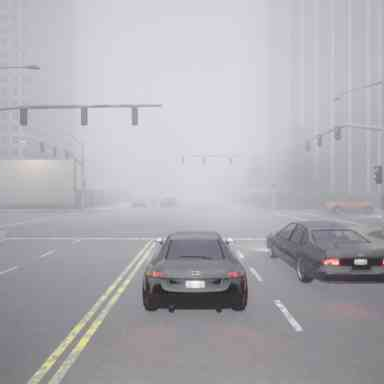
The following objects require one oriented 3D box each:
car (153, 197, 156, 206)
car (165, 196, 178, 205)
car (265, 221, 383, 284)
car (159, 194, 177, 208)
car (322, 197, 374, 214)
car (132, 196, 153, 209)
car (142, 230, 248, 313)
[{"bbox_3d":[-7.103,1.504,55.984,1.837,1.490,4.892,0,0,0],"label":"car"},{"bbox_3d":[-3.598,1.477,58.374,1.882,1.535,5.008,0,0,0],"label":"car"},{"bbox_3d":[3.579,1.547,9.639,2.033,1.411,5.357,0,0,-1],"label":"car"},{"bbox_3d":[-3.613,1.504,48.897,1.837,1.490,4.892,0,0,0],"label":"car"},{"bbox_3d":[15.484,1.296,33.248,4.553,1.767,2.097,0,0,0],"label":"car"},{"bbox_3d":[-7.115,1.547,46.542,2.033,1.411,5.357,0,0,0],"label":"car"},{"bbox_3d":[0.059,1.564,7.754,1.994,1.385,4.181,0,0,0],"label":"car"}]
